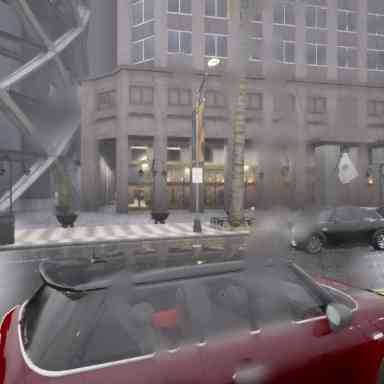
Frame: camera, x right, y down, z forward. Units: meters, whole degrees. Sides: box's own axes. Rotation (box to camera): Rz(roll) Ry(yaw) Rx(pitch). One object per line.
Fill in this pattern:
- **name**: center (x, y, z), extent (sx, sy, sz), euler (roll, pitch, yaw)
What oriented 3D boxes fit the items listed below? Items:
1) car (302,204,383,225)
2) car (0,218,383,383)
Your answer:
- **car**: center (5.396, 1.352, 13.075), extent (4.553, 1.767, 2.097), euler (0, 0, -15)
- **car**: center (0.417, 1.352, 3.503), extent (4.553, 1.767, 2.097), euler (0, 0, -28)
